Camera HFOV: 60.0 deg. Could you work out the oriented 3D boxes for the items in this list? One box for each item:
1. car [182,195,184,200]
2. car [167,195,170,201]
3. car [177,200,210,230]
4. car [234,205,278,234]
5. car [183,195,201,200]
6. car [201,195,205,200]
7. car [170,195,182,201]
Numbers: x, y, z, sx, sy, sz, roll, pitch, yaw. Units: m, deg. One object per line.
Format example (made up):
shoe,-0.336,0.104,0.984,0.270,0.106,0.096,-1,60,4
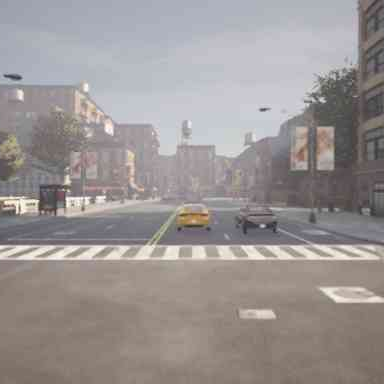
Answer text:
car,-0.305,1.629,84.978,1.895,1.301,4.718,0,0,18
car,-4.253,1.631,92.628,1.895,1.301,4.718,0,0,30
car,0.096,1.486,21.051,1.882,1.535,5.008,0,0,0
car,3.596,1.499,19.341,2.128,1.511,4.902,0,0,0
car,0.015,1.587,56.379,1.994,1.385,4.181,0,0,1
car,1.099,1.626,77.450,1.895,1.301,4.718,0,0,13
car,-3.231,1.560,87.134,2.128,1.511,4.902,0,0,21
